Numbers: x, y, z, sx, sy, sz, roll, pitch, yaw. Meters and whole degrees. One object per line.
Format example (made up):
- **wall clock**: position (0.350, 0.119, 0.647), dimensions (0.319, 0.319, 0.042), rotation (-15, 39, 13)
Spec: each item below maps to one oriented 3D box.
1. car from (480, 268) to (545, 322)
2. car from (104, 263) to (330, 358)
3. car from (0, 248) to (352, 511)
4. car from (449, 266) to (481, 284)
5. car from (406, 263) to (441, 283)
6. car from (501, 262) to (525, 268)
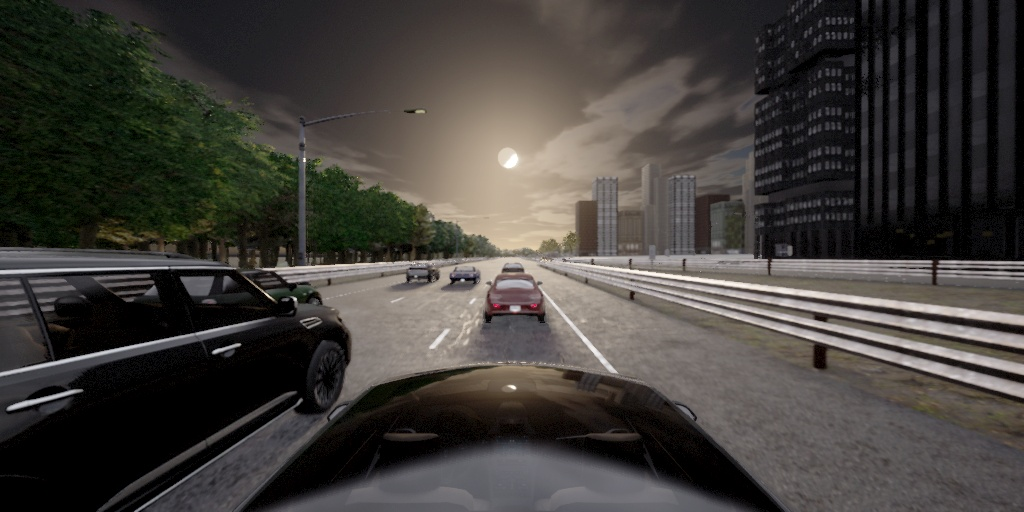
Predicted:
- **car**: position (0.083, 1.289, 12.210), dimensions (1.812, 1.442, 4.674), rotation (0, 0, 0)
- **car**: position (-6.904, 1.111, 9.264), dimensions (2.097, 1.767, 4.553), rotation (0, 0, 0)
- **car**: position (-3.402, 0.973, 2.862), dimensions (2.150, 2.045, 5.566), rotation (0, 0, 0)
- **car**: position (-3.411, 1.383, 27.008), dimensions (1.895, 1.301, 4.718), rotation (0, 0, 0)
- **car**: position (-6.911, 1.275, 28.258), dimensions (2.128, 1.511, 4.902), rotation (0, 0, 0)
- **car**: position (0.088, 1.263, 29.877), dimensions (1.882, 1.535, 5.008), rotation (0, 0, 0)
